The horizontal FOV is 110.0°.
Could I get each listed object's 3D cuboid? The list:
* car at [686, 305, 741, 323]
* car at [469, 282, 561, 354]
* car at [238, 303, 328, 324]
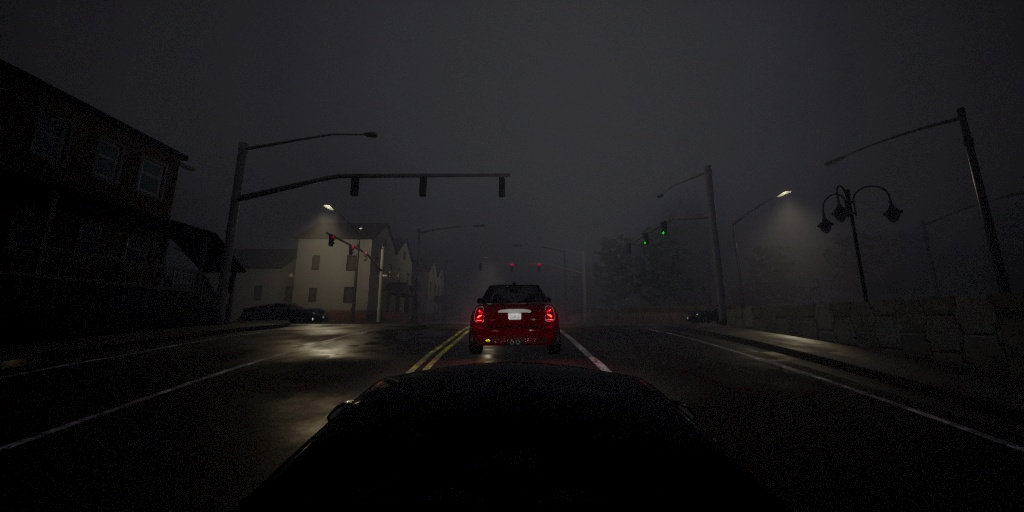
[{"bbox_3d":[16.306,4.628,28.301,4.902,1.511,2.128,0,-10,1],"label":"car"},{"bbox_3d":[0.060,1.566,10.070,2.097,1.767,4.553,-1,-6,0],"label":"car"},{"bbox_3d":[-15.950,4.326,25.026,5.566,2.045,2.150,-8,-10,-1],"label":"car"}]
